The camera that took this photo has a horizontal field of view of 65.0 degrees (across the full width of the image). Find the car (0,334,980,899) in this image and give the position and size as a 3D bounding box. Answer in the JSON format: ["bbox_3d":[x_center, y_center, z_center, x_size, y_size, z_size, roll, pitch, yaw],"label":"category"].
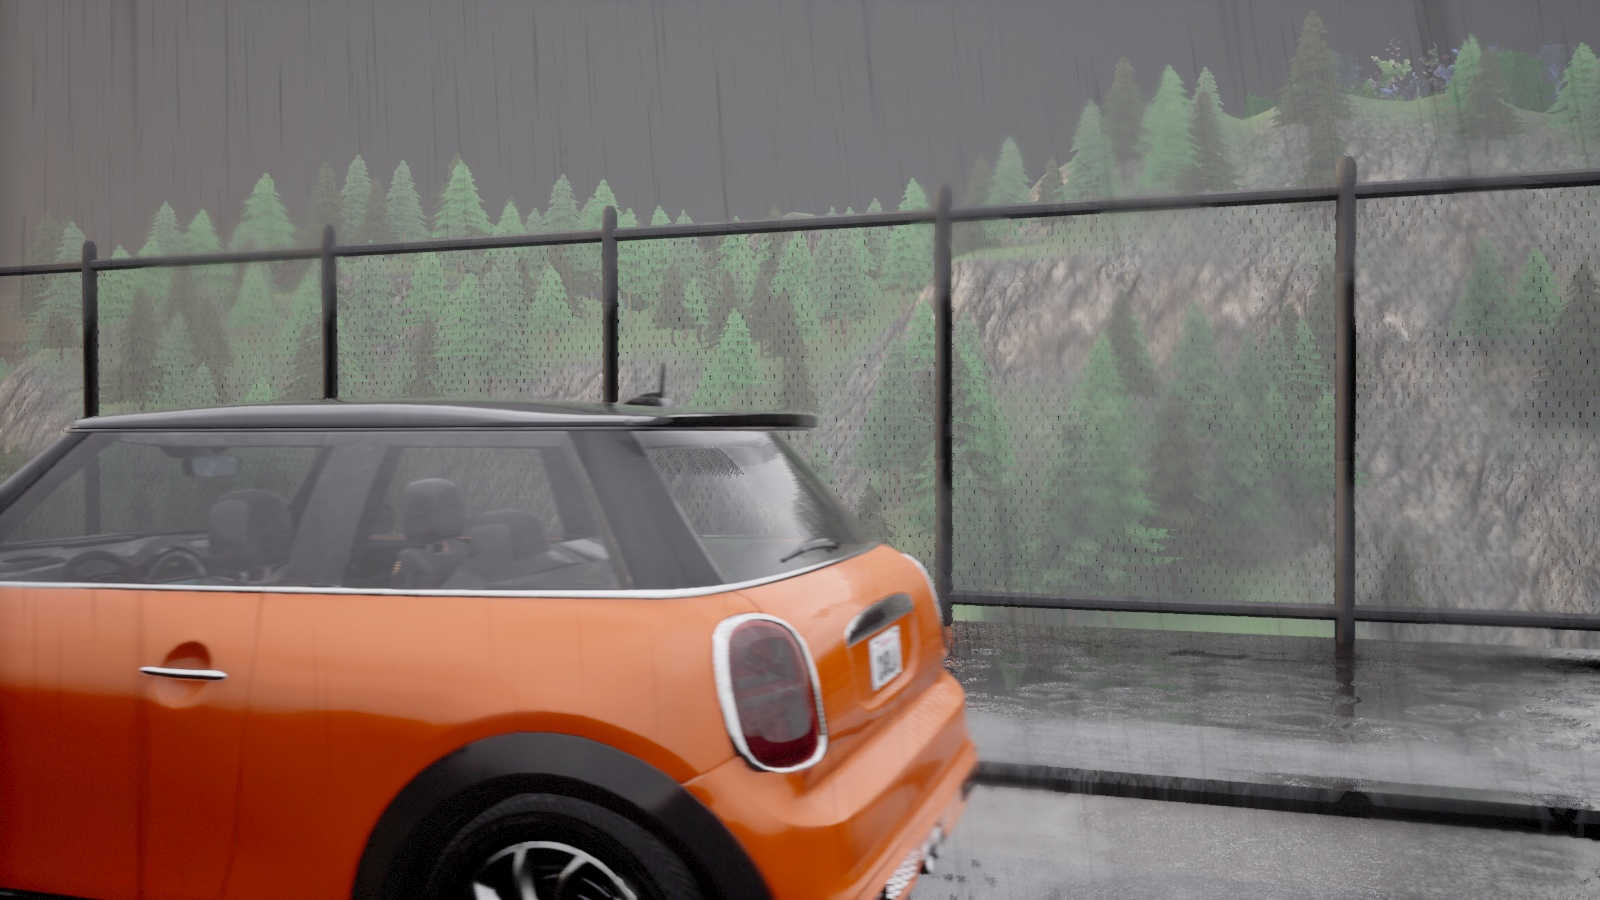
[{"bbox_3d":[-1.837,0.609,4.336,4.553,1.767,2.097,1,1,19],"label":"car"}]
